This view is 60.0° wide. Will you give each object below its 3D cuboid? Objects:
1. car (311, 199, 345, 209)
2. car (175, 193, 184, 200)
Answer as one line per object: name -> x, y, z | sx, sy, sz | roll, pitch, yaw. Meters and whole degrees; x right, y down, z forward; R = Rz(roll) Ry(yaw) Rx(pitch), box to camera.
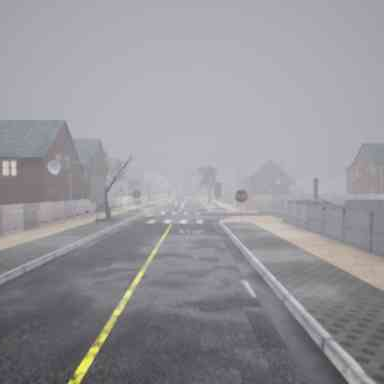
car -> 11.363, 1.300, 29.056 | 4.181, 1.385, 1.994 | -1, 1, 0
car -> -2.790, 1.016, 75.633 | 1.837, 1.490, 4.892 | 0, 0, 0
